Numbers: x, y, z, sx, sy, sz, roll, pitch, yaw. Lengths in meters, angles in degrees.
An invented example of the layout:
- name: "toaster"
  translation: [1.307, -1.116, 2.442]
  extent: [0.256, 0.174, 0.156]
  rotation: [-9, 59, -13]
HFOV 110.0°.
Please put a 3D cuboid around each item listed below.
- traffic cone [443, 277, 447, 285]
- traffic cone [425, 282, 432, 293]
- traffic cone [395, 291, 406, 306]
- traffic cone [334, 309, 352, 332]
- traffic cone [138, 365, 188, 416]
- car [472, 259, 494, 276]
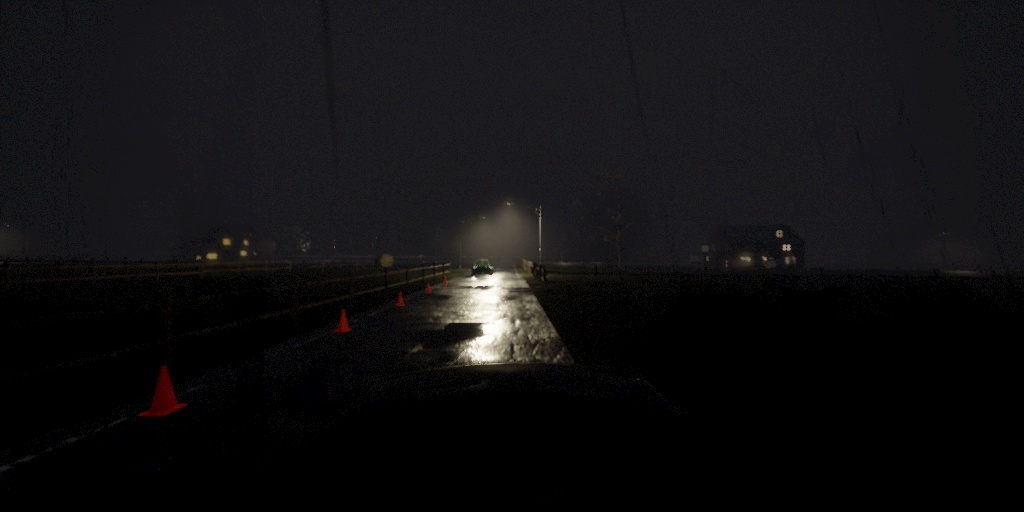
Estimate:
- name: "traffic cone"
  translation: [-4.594, 1.722, 24.664]
  extent: [0.340, 0.580, 0.340]
  rotation: [0, 0, 0]
- name: "traffic cone"
  translation: [-4.578, 1.721, 19.664]
  extent: [0.340, 0.580, 0.340]
  rotation: [0, 0, 0]
- name: "traffic cone"
  translation: [-4.561, 1.719, 14.663]
  extent: [0.340, 0.580, 0.340]
  rotation: [0, 0, 0]
- name: "traffic cone"
  translation: [-4.544, 1.718, 9.663]
  extent: [0.340, 0.580, 0.340]
  rotation: [0, 0, 0]
- name: "traffic cone"
  translation: [-4.528, 1.716, 4.663]
  extent: [0.340, 0.580, 0.340]
  rotation: [0, 0, 0]
- name: "car"
  translation: [-3.127, 1.121, 37.456]
  extent: [2.097, 1.767, 4.553]
  rotation: [0, 0, -8]
